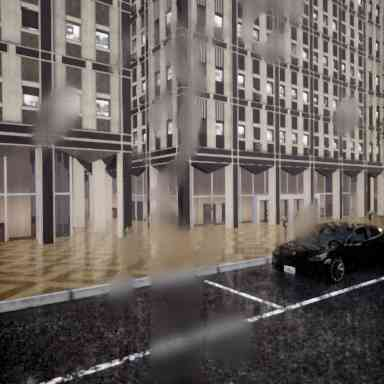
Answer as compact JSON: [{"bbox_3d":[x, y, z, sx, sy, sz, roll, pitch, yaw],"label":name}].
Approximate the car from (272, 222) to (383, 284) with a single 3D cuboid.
[{"bbox_3d":[4.206,1.564,9.570,4.313,1.339,1.947,0,-1,-36],"label":"car"}]
